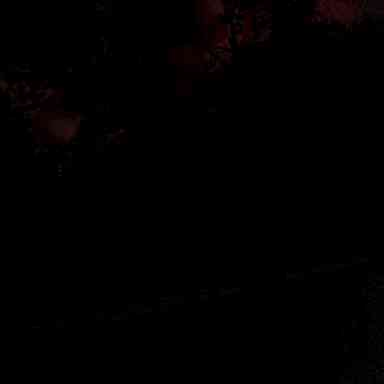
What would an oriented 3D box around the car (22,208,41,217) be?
[{"bbox_3d":[-19.614,2.303,40.846,2.231,1.521,4.892,0,0,-36],"label":"car"}]
